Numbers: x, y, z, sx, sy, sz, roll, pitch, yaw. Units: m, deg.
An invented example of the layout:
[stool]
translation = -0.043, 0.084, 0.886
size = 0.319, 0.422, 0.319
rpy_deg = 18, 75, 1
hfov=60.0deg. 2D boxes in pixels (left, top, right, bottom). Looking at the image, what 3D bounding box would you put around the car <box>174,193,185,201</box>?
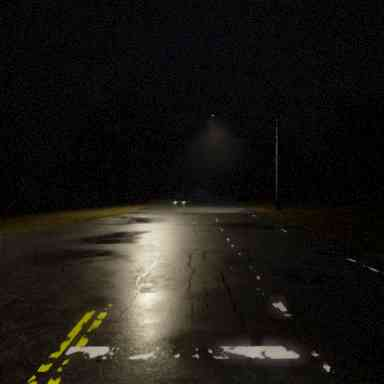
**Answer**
[car]
translation = -2.288, 0.944, 62.503
size = 1.882, 1.535, 5.008
rpy_deg = 0, 1, 2
